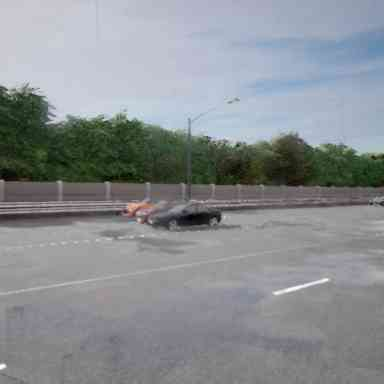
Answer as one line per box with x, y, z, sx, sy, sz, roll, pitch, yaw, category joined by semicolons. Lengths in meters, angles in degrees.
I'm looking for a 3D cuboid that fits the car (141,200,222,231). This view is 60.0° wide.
-0.374;1.470;20.754;5.008;1.535;1.882;0;0;-37;car

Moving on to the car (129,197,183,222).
-1.804;1.342;24.055;4.553;1.767;2.097;0;0;-37;car

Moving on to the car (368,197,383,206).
29.790;1.474;52.099;5.357;1.411;2.033;0;-1;-36;car

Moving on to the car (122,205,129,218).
-3.394;1.210;27.274;4.553;1.767;2.097;0;-1;-37;car
